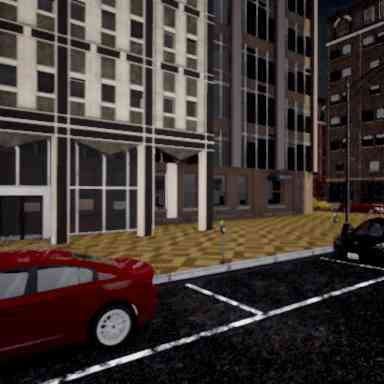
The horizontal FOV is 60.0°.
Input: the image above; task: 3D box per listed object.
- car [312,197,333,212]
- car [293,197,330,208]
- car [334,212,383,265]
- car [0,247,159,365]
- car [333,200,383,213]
[{"bbox_3d":[13.506,1.432,37.396,1.752,1.417,4.829,0,0,-36],"label":"car"},{"bbox_3d":[16.820,1.456,47.158,1.752,1.417,4.829,0,0,-36],"label":"car"},{"bbox_3d":[6.619,1.555,11.274,4.313,1.339,1.947,0,0,-35],"label":"car"},{"bbox_3d":[-2.645,1.544,4.669,4.507,1.381,1.887,0,0,-35],"label":"car"},{"bbox_3d":[16.705,1.500,32.931,1.802,1.307,4.206,0,0,-36],"label":"car"}]
